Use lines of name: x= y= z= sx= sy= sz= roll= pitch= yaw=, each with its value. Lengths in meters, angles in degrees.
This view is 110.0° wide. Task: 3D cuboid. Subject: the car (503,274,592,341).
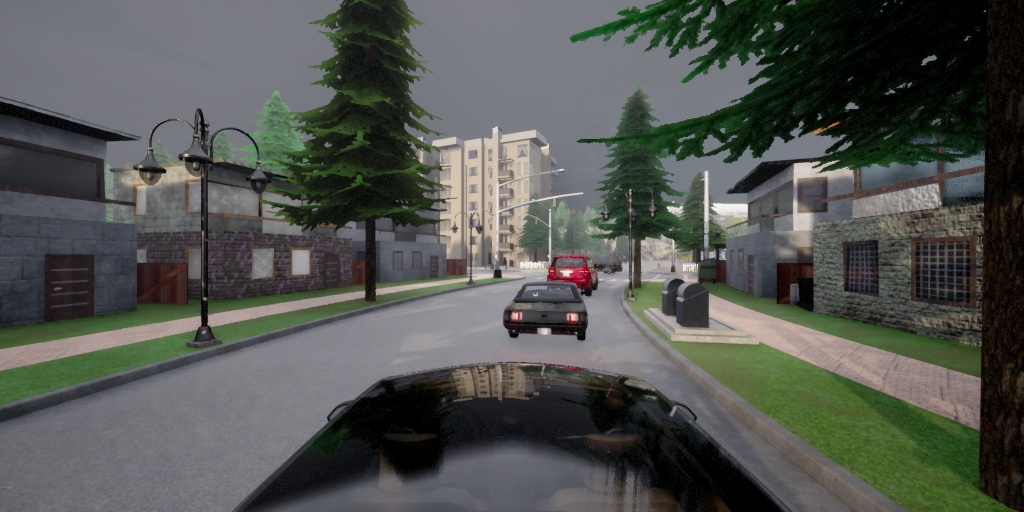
car: x=1.074 y=1.351 z=9.992 sx=1.895 sy=1.301 sz=4.718 roll=0 pitch=0 yaw=9

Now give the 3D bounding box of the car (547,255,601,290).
car: x=3.376 y=0.971 z=19.486 sx=2.150 sy=2.045 sz=5.566 roll=0 pitch=0 yaw=18

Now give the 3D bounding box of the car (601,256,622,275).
car: x=9.083 y=0.992 z=38.936 sx=5.566 sy=2.045 sz=2.150 roll=0 pitch=0 yaw=27
